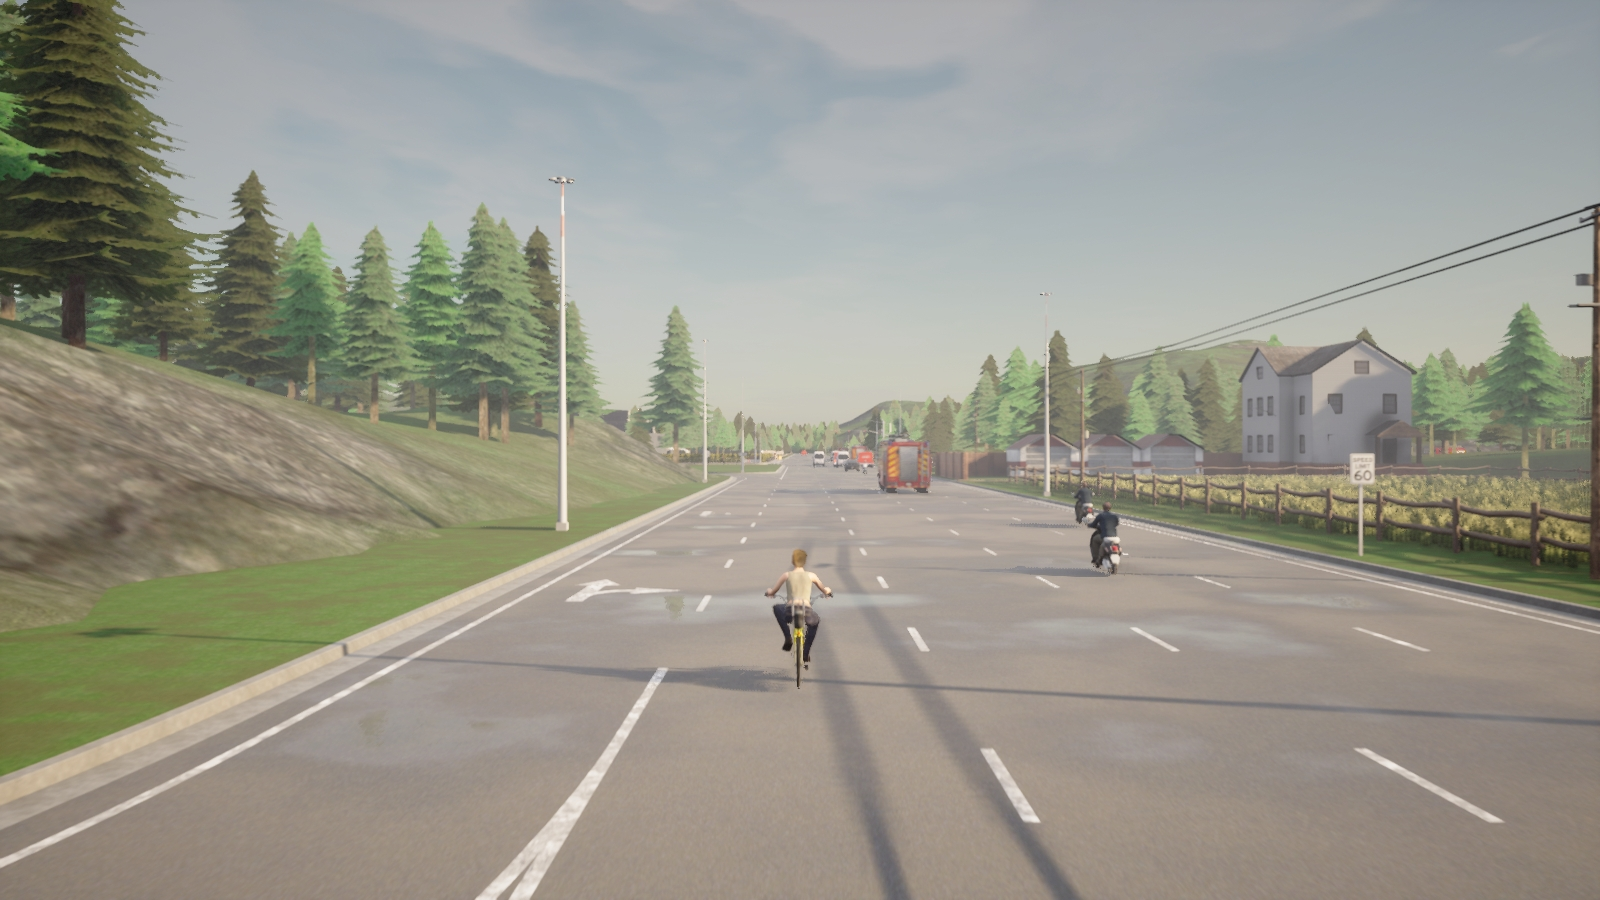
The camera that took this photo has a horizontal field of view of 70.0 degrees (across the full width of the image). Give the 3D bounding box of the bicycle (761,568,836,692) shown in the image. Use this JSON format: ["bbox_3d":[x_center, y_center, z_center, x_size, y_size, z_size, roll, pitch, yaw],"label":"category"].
[{"bbox_3d":[-0.015,2.157,13.938,0.859,1.276,1.487,0,0,0],"label":"bicycle"}]

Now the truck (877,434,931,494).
[{"bbox_3d":[6.976,0.888,77.486,2.891,3.827,8.468,0,0,0],"label":"truck"}]

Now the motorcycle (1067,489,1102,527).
[{"bbox_3d":[10.495,2.140,42.184,0.856,1.316,1.805,0,0,0],"label":"motorcycle"}]

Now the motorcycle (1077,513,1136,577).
[{"bbox_3d":[6.997,2.141,26.178,0.856,1.316,1.805,0,0,0],"label":"motorcycle"}]
